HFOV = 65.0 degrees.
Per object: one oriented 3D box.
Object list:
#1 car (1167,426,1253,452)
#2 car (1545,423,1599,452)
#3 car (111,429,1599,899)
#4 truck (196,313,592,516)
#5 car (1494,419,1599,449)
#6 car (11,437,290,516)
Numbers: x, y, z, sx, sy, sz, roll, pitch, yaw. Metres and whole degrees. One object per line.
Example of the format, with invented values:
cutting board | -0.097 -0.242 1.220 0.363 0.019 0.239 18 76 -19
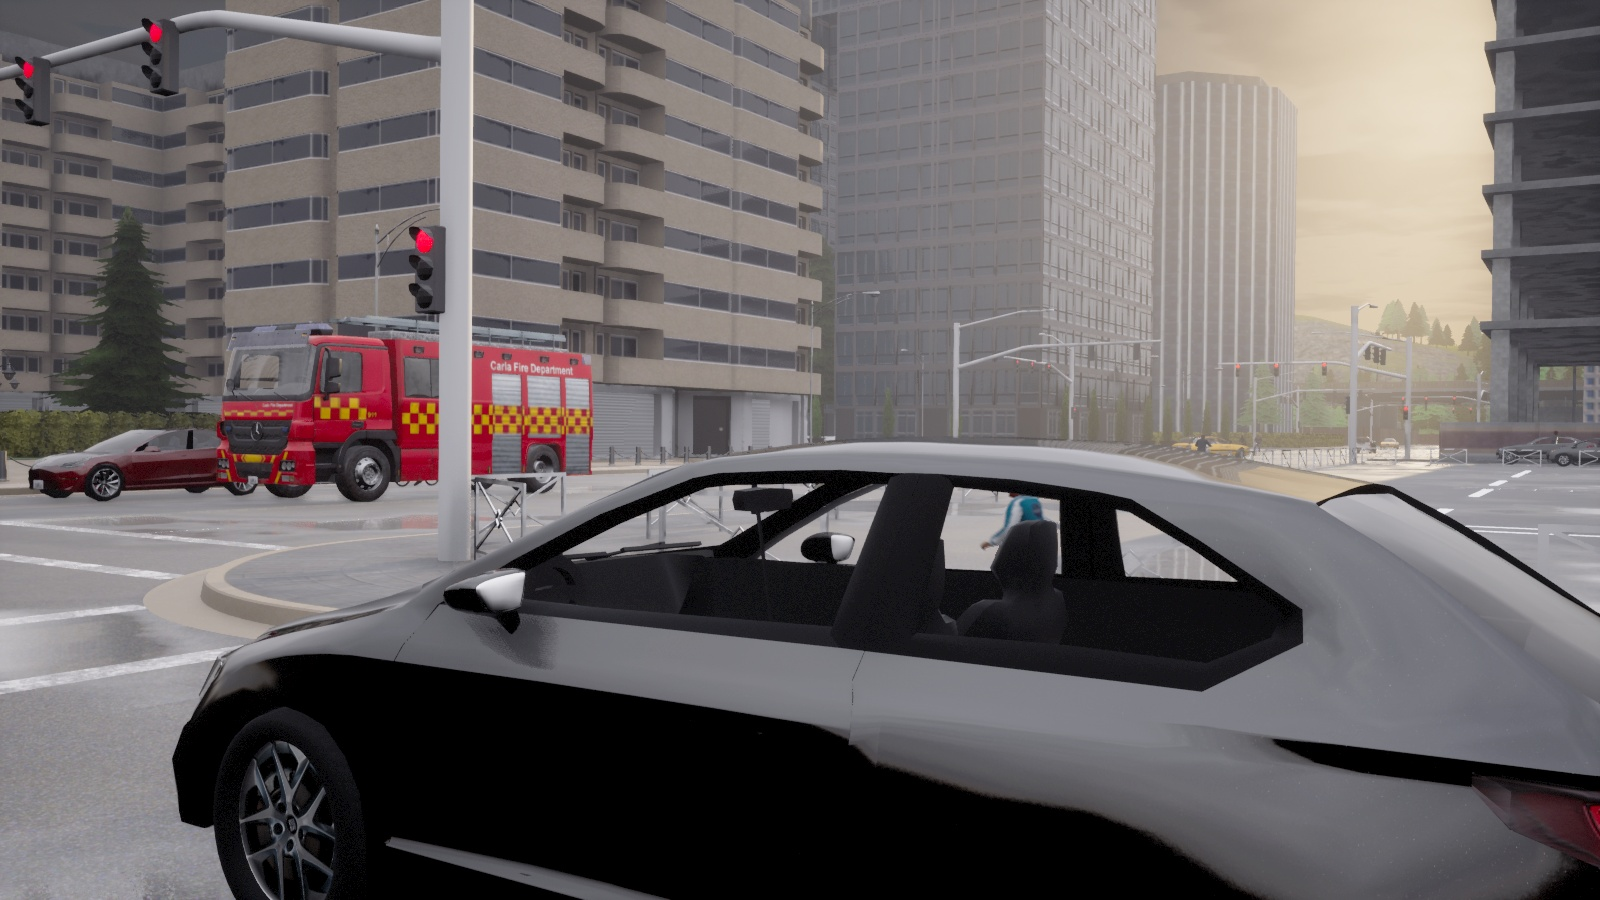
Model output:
car | 26.219 -0.691 80.207 5.366 1.575 1.801 -1 1 -24
car | 42.050 -0.664 66.379 4.514 1.525 2.007 0 1 32
car | 0.098 0.696 3.550 4.193 1.474 1.816 0 1 33
truck | -8.614 -0.738 28.003 2.891 3.827 8.468 0 1 32
car | 41.957 -0.889 70.566 5.027 1.651 2.152 0 1 32
car | -13.616 0.491 26.643 2.163 1.488 4.792 0 1 32
